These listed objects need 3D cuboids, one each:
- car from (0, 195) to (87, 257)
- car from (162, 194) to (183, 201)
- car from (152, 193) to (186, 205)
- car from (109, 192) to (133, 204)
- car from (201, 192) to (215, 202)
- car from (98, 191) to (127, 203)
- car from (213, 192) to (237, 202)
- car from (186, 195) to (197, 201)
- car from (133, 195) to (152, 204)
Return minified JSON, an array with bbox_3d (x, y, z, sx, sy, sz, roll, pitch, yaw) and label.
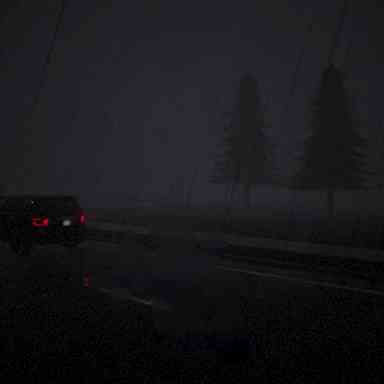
[{"bbox_3d":[-6.378,1.109,12.753,5.566,2.045,2.150,0,0,36],"label":"car"},{"bbox_3d":[-4.000,1.081,69.022,1.837,1.490,4.892,1,0,36],"label":"car"},{"bbox_3d":[-3.592,1.055,51.899,2.097,1.767,4.553,1,0,36],"label":"car"},{"bbox_3d":[-10.431,1.189,54.397,2.033,1.411,5.357,1,0,36],"label":"car"},{"bbox_3d":[4.081,0.982,68.223,2.150,2.045,5.566,1,0,36],"label":"car"},{"bbox_3d":[-13.269,0.832,56.424,2.150,2.045,5.566,1,0,36],"label":"car"},{"bbox_3d":[6.925,1.302,66.188,2.033,1.411,5.357,1,0,36],"label":"car"},{"bbox_3d":[-1.092,1.231,67.079,1.895,1.301,4.718,1,0,36],"label":"car"},{"bbox_3d":[-6.761,1.273,53.492,1.895,1.301,4.718,1,0,36],"label":"car"}]
